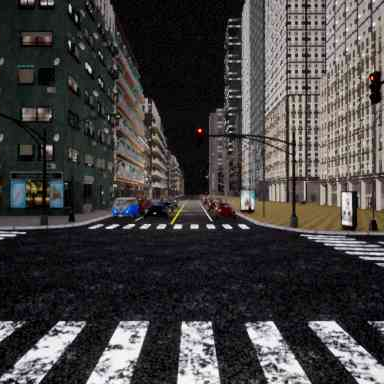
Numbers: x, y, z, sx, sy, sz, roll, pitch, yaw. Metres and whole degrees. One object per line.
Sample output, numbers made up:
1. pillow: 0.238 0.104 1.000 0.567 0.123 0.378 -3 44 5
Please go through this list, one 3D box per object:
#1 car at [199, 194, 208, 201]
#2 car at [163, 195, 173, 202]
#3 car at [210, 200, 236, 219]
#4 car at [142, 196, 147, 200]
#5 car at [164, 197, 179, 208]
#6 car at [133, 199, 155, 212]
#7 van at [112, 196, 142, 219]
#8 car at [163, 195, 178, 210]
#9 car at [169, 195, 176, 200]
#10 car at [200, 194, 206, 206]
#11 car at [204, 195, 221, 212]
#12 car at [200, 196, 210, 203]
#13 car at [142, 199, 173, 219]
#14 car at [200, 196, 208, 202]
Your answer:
1. car: 2.826 1.376 83.655 2.192 1.841 5.009 0 0 0
2. car: -5.563 1.494 78.141 1.967 1.590 4.097 0 0 0
3. car: 2.740 1.593 28.379 1.802 1.307 4.206 0 0 0
4. car: -5.630 1.329 33.920 2.192 1.841 5.009 0 0 0
5. car: -3.014 1.572 50.076 2.033 1.411 5.357 0 0 0
6. car: -5.623 1.562 39.449 1.887 1.381 4.507 0 0 0
7. van: -5.639 1.352 28.393 1.690 1.788 3.998 0 0 0
8. car: -3.040 1.508 39.437 2.128 1.511 4.902 0 0 0
9. car: -5.539 1.643 94.724 1.947 1.339 4.313 0 0 0
10. car: 2.783 1.470 56.017 1.967 1.590 4.097 0 0 0
11. car: 2.758 1.457 39.435 1.967 1.590 4.097 0 0 0
12. car: 2.808 1.593 72.600 1.887 1.381 4.507 0 0 0
13. car: -3.055 1.575 29.414 1.994 1.385 4.181 0 0 0
14. car: 2.816 1.636 78.127 1.802 1.307 4.206 0 0 0
